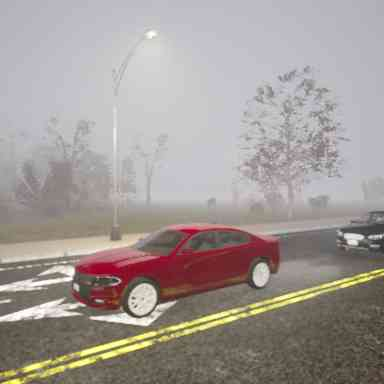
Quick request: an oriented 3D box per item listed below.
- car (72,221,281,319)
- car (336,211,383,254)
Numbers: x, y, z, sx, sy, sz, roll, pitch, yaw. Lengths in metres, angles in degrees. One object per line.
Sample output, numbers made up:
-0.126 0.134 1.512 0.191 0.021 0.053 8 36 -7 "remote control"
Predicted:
-0.100 1.480 7.582 5.008 1.535 1.882 0 0 -36 "car"
7.627 1.505 13.073 4.902 1.511 2.128 0 0 -35 "car"
